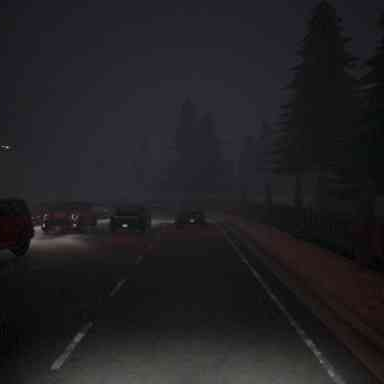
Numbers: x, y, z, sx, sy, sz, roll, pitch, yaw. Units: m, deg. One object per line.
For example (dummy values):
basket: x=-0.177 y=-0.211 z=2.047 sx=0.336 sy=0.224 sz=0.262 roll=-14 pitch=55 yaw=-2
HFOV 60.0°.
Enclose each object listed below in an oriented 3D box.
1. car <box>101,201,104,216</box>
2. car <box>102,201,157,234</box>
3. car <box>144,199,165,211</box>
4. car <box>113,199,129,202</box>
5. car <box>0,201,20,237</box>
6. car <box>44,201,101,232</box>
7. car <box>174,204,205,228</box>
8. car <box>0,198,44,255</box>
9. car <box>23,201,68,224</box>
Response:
car: x=-8.489 y=1.536 z=29.579 sx=1.812 sy=1.442 sz=4.674 roll=0 pitch=0 yaw=-15
car: x=-3.482 y=1.498 z=19.388 sx=2.128 sy=1.511 sz=4.902 roll=0 pitch=0 yaw=-2
car: x=-5.032 y=1.561 z=40.794 sx=2.033 sy=1.411 sz=5.357 roll=0 pitch=0 yaw=-28
car: x=-8.564 y=1.561 z=40.053 sx=2.033 sy=1.411 sz=5.357 roll=0 pitch=0 yaw=-29
car: x=-10.604 y=1.358 z=16.238 sx=2.097 sy=1.767 sz=4.553 roll=0 pitch=0 yaw=0
car: x=-7.234 y=1.359 z=20.011 sx=2.097 sy=1.767 sz=4.553 roll=0 pitch=0 yaw=-2
car: x=-0.176 y=1.533 z=22.394 sx=1.812 sy=1.442 sz=4.674 roll=0 pitch=0 yaw=-4
car: x=-7.059 y=1.225 z=10.368 sx=2.150 sy=2.045 sz=5.566 roll=0 pitch=0 yaw=1
car: x=-11.325 y=1.499 z=26.135 sx=2.128 sy=1.511 sz=4.902 roll=0 pitch=0 yaw=-9
